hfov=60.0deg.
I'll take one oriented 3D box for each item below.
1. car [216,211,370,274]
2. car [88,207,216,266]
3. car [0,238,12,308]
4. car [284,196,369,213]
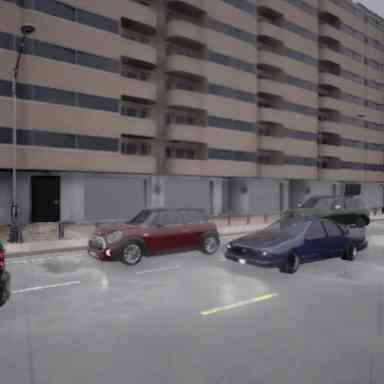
[{"bbox_3d":[3.588,1.548,10.777,5.357,1.411,2.033,0,0,-35],"label":"car"},{"bbox_3d":[-1.233,1.347,11.667,4.553,1.767,2.097,0,0,-35],"label":"car"},{"bbox_3d":[-5.515,1.216,4.335,5.566,2.045,2.150,0,0,-35],"label":"car"},{"bbox_3d":[7.127,1.224,17.528,5.566,2.045,2.150,0,0,-35],"label":"car"}]
